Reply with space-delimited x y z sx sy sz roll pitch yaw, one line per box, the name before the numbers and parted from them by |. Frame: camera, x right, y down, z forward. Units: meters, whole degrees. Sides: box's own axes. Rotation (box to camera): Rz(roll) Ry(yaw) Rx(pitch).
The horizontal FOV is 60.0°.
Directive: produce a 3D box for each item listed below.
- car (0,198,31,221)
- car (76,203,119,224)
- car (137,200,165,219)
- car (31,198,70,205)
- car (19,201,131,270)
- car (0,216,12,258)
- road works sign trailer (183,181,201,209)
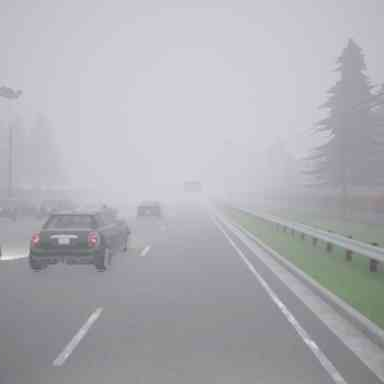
car | -13.915 1.289 26.350 2.097 1.767 4.553 0 0 0
car | -6.918 1.541 24.954 1.895 1.301 4.718 0 0 0
car | -3.409 1.410 28.185 1.882 1.535 5.008 0 0 0
car | -10.415 1.289 26.340 2.097 1.767 4.553 0 0 0
car | -3.417 1.326 11.027 2.097 1.767 4.553 0 0 0
car | -6.923 1.542 8.717 1.994 1.385 4.181 0 0 0
road works sign trailer | 0.004 0.358 44.292 2.380 3.560 2.880 0 0 0
